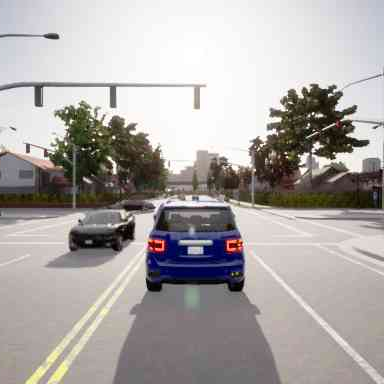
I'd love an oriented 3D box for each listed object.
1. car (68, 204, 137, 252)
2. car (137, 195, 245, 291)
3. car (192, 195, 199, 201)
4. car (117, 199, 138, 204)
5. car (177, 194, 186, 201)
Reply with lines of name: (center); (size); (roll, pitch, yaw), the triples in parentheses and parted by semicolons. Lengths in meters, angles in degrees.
car: (-3.603, 1.477, 14.111); (1.882, 1.535, 5.008); (0, 0, 0)
car: (0.071, 1.222, 9.119); (2.150, 2.045, 5.566); (0, 0, 0)
car: (0.932, 1.478, 88.078); (1.882, 1.535, 5.008); (0, 0, 0)
car: (-6.882, 1.547, 37.273); (5.357, 1.411, 2.033); (0, 0, -30)
car: (-2.611, 1.355, 81.441); (2.097, 1.767, 4.553); (0, 0, 0)
